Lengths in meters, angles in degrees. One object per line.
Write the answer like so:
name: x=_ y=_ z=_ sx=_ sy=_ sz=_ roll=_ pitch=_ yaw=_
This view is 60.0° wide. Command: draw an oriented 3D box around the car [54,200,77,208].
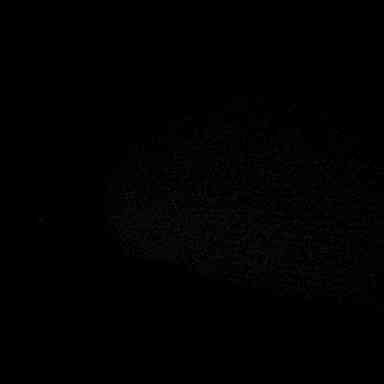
car: x=-23.637 y=2.187 z=62.265 sx=1.994 sy=1.385 sz=4.181 roll=0 pitch=-1 yaw=15

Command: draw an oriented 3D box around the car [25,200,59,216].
car: x=-16.661 y=1.727 z=37.239 sx=2.097 sy=1.767 sz=4.553 roll=0 pitch=-1 yaw=1

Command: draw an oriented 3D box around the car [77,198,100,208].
car: x=-19.667 y=1.994 z=63.549 sx=2.097 sy=1.767 sz=4.553 roll=0 pitch=-1 yaw=16

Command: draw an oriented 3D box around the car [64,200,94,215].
car: x=-13.194 y=1.943 z=39.191 sx=2.033 sy=1.411 sz=5.357 roll=0 pitch=-1 yaw=2
